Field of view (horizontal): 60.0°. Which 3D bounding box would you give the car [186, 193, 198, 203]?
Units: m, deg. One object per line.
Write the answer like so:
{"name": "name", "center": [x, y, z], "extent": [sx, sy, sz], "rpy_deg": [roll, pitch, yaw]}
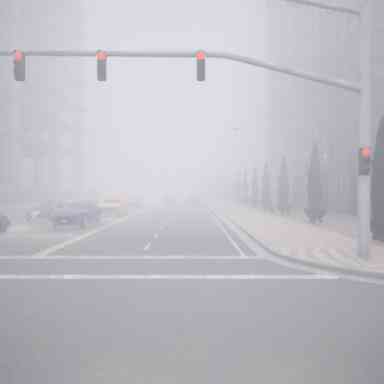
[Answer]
{"name": "car", "center": [-0.001, 1.042, 57.230], "extent": [1.882, 1.535, 5.008], "rpy_deg": [0, 0, 0]}

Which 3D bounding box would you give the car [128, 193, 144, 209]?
{"name": "car", "center": [-7.045, 1.237, 40.840], "extent": [2.033, 1.411, 5.357], "rpy_deg": [0, 0, 1]}

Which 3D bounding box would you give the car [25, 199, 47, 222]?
{"name": "car", "center": [-10.587, 1.303, 24.803], "extent": [2.128, 1.511, 4.902], "rpy_deg": [0, 0, 0]}

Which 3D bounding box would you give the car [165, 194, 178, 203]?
{"name": "car", "center": [-3.501, 1.122, 58.084], "extent": [1.994, 1.385, 4.181], "rpy_deg": [0, 0, 0]}

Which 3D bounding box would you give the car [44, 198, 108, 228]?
{"name": "car", "center": [-7.076, 1.318, 20.912], "extent": [1.882, 1.535, 5.008], "rpy_deg": [0, 0, 0]}

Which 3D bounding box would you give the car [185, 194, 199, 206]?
{"name": "car", "center": [-0.001, 1.113, 47.834], "extent": [1.882, 1.535, 5.008], "rpy_deg": [0, 0, 0]}

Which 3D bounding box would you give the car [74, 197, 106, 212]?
{"name": "car", "center": [-10.574, 1.300, 34.719], "extent": [1.994, 1.385, 4.181], "rpy_deg": [0, 0, 0]}

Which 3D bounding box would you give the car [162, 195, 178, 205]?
{"name": "car", "center": [-3.401, 1.175, 48.833], "extent": [2.033, 1.411, 5.357], "rpy_deg": [0, 0, 0]}

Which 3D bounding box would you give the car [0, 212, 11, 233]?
{"name": "car", "center": [-10.599, 1.443, 15.935], "extent": [1.994, 1.385, 4.181], "rpy_deg": [0, 0, 1]}

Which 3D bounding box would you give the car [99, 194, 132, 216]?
{"name": "car", "center": [-7.070, 1.248, 30.179], "extent": [1.882, 1.535, 5.008], "rpy_deg": [0, 0, 0]}
